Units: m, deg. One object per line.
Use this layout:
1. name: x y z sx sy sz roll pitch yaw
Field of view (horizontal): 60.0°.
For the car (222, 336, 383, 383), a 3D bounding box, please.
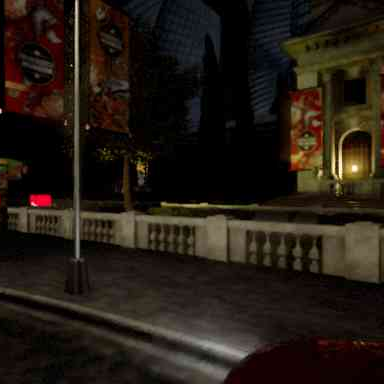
1. car: 2.267 1.533 1.592 4.674 1.442 1.812 0 0 38
